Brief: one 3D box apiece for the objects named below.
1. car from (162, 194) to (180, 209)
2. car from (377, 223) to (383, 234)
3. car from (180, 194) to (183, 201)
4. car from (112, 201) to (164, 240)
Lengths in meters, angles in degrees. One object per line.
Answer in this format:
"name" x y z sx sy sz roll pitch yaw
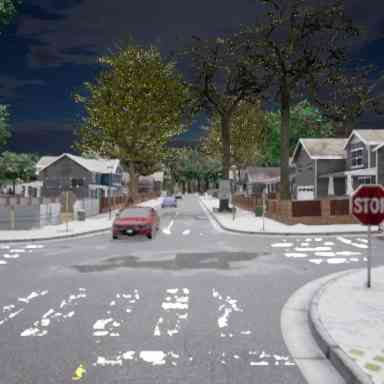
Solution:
"car" -2.829 1.323 42.280 1.812 1.442 4.674 0 1 0
"car" 10.294 1.138 13.681 4.902 1.511 2.128 -2 0 0
"car" -2.877 1.021 67.211 1.895 1.301 4.718 0 1 0
"car" -2.785 1.453 17.297 1.882 1.535 5.008 0 1 0
